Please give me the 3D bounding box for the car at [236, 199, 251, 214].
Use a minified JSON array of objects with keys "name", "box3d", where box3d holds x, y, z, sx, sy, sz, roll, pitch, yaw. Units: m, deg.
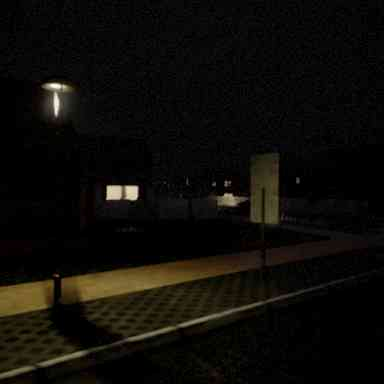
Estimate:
[{"name":"car","box3d":[6.181,1.507,33.020,2.128,1.511,4.902,1,0,-21]}]
